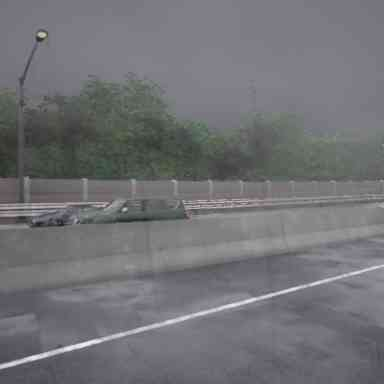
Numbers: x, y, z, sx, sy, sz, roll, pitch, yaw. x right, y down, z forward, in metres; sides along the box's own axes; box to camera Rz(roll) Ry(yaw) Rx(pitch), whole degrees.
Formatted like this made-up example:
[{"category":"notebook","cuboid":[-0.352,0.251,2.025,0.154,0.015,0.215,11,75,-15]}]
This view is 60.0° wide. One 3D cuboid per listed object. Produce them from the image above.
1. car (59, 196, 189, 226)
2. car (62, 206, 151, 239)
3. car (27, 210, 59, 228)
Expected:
[{"category":"car","cuboid":[-2.691,1.211,14.931,5.566,2.045,2.150,0,0,-35]},{"category":"car","cuboid":[-4.554,1.551,17.896,4.181,1.385,1.994,0,0,-35]},{"category":"car","cuboid":[-7.075,1.533,20.410,5.357,1.411,2.033,0,0,-35]}]
